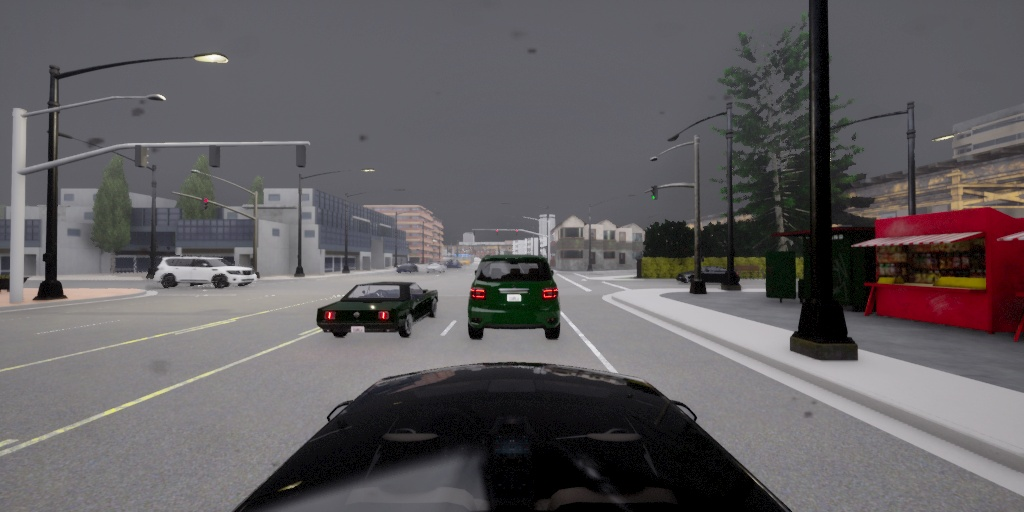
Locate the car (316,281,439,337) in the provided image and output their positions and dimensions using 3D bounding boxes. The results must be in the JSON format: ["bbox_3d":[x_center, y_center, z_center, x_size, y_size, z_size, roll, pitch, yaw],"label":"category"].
[{"bbox_3d":[-3.437,1.368,10.257,1.895,1.301,4.718,0,0,0],"label":"car"}]

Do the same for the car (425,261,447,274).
[{"bbox_3d":[-10.629,1.658,49.629,1.812,1.442,4.674,0,0,0],"label":"car"}]

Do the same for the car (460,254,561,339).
[{"bbox_3d":[0.060,0.986,10.241,2.150,2.045,5.566,0,0,0],"label":"car"}]

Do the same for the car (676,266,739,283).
[{"bbox_3d":[14.745,1.447,27.128,4.181,1.385,1.994,0,-1,0],"label":"car"}]

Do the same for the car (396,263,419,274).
[{"bbox_3d":[-14.139,1.677,48.900,2.033,1.411,5.357,0,-1,0],"label":"car"}]

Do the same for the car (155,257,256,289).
[{"bbox_3d":[-20.147,1.071,23.684,5.566,2.045,2.150,0,-1,1],"label":"car"}]
